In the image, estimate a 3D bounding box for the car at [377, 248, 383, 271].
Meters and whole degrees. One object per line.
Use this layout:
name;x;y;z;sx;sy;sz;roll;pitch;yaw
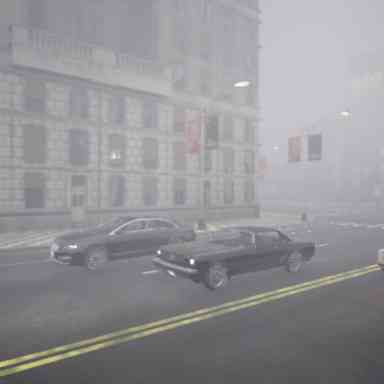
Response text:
car;7.042;1.661;8.980;4.718;1.301;1.895;0;0;-36

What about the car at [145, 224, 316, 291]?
car;1.308;1.652;9.291;4.718;1.301;1.895;0;0;-36

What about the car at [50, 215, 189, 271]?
car;-2.090;1.545;11.140;4.902;1.511;2.128;0;0;-36
